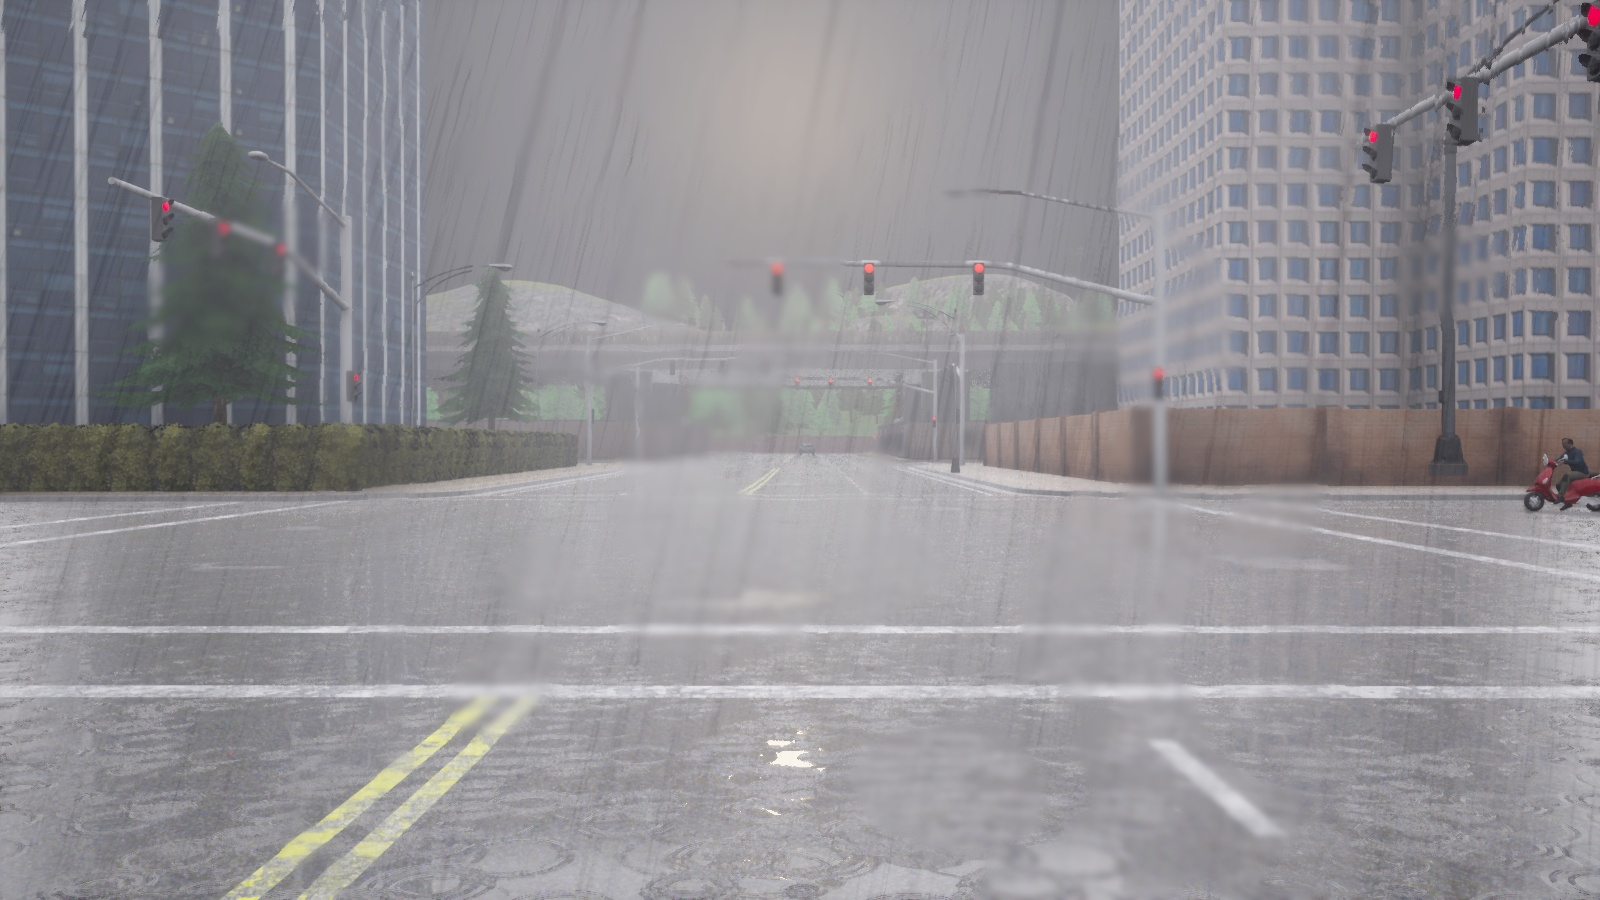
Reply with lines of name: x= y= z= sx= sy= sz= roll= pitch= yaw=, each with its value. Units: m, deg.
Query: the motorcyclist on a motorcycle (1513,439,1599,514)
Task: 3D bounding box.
motorcyclist on a motorcycle: x=16.569 y=0.560 z=27.136 sx=1.817 sy=1.590 sz=0.866 roll=0 pitch=0 yaw=1
